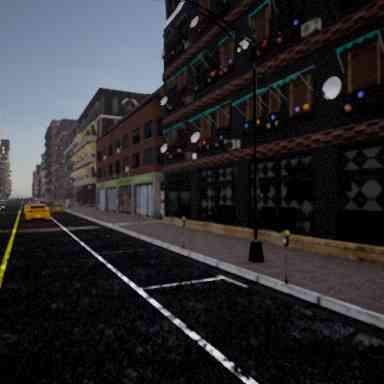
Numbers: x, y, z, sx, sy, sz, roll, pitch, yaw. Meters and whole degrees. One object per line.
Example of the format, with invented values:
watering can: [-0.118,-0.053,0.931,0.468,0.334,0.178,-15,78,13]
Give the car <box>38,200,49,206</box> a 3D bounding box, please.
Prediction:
car: [-32.401,2.368,72.425,2.008,1.369,4.403,0,-1,-27]

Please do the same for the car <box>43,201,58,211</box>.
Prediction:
car: [-22.267,2.134,52.288,1.887,1.381,4.507,0,-1,-27]

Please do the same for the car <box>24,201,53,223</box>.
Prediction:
car: [-13.789,1.818,29.668,1.882,1.535,5.008,0,-1,-26]

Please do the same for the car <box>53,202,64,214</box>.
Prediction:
car: [-17.276,2.001,42.372,1.752,1.417,4.829,0,-1,-27]
